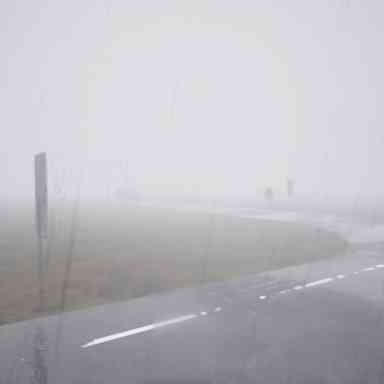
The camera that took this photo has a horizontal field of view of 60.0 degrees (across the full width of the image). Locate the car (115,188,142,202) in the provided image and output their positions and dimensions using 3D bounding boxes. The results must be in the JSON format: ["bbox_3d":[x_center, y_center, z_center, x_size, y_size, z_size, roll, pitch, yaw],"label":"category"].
[{"bbox_3d":[-9.412,0.406,48.729,2.150,2.045,5.566,-2,2,-35],"label":"car"}]
